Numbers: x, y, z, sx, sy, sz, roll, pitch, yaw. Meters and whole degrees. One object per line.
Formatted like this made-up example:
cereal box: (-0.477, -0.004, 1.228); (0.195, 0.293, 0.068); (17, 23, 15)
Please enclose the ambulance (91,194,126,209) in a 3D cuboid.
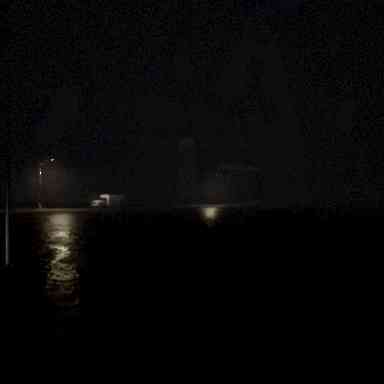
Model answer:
ambulance: (-14.674, 1.654, 58.698); (2.351, 2.431, 6.366); (1, 0, 36)
